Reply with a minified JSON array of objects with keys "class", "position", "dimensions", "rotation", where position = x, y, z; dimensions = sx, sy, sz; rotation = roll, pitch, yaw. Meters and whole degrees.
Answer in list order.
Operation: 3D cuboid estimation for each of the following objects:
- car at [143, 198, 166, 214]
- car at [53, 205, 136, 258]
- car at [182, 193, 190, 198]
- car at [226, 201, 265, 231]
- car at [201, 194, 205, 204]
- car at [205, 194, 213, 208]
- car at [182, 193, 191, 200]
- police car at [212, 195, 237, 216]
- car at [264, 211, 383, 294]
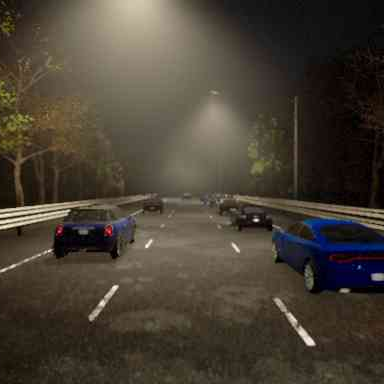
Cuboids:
[{"class":"car","position":[-3.643,1.289,32.618],"dimensions":[1.882,1.535,5.008],"rotation":[0,0,-1]},{"class":"car","position":[-3.449,1.280,12.663],"dimensions":[2.097,1.767,4.553],"rotation":[0,0,0]},{"class":"car","position":[-1.581,0.885,88.565],"dimensions":[1.994,1.385,4.181],"rotation":[0,0,-2]},{"class":"car","position":[3.407,1.450,19.753],"dimensions":[1.994,1.385,4.181],"rotation":[0,0,0]},{"class":"car","position":[2.910,1.168,52.860],"dimensions":[1.882,1.535,5.008],"rotation":[0,0,-1]},{"class":"car","position":[3.123,1.249,41.825],"dimensions":[2.128,1.511,4.902],"rotation":[0,0,-1]},{"class":"car","position":[-1.081,1.025,72.694],"dimensions":[2.128,1.511,4.902],"rotation":[0,0,-2]},{"class":"police car","position":[3.286,1.247,30.899],"dimensions":[1.930,1.638,5.238],"rotation":[0,0,-1]},{"class":"car","position":[3.479,1.428,8.715],"dimensions":[1.882,1.535,5.008],"rotation":[0,0,0]}]
